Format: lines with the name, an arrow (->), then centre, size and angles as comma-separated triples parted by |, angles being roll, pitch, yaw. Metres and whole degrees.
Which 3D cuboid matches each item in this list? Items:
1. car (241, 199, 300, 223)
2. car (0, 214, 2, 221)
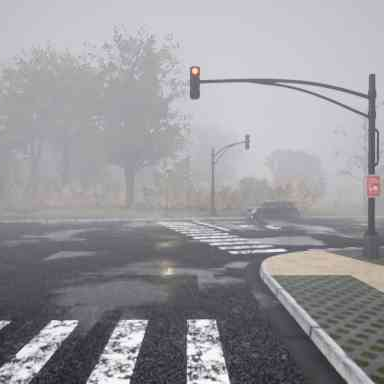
car -> 6.152, 1.448, 26.260 | 4.553, 1.767, 2.097 | 1, 0, -19
car -> -13.578, 1.313, 19.007 | 4.674, 1.442, 1.812 | 1, 0, -21
